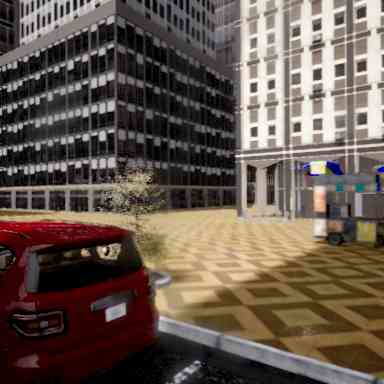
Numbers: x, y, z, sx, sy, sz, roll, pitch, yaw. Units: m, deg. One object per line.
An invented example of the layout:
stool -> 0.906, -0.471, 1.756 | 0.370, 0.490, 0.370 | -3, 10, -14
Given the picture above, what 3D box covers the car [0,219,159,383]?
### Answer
car -> -2.732, 1.332, 4.832 | 5.009, 1.841, 2.192 | 0, 0, 36
